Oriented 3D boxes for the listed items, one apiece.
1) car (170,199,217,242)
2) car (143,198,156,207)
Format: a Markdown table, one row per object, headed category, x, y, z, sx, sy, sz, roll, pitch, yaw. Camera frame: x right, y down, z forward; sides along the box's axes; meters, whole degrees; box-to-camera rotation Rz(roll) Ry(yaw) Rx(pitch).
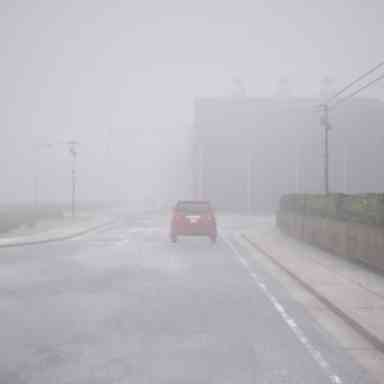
| category | x | y | z | sx | sy | sz | roll | pitch | yaw |
| --- | --- | --- | --- | --- | --- | --- | --- | --- | --- |
| car | 0.105 | 1.374 | 17.289 | 2.150 | 2.045 | 5.566 | 0 | -1 | 1 |
| car | -8.194 | 1.919 | 64.678 | 2.097 | 1.767 | 4.553 | 0 | 0 | -2 |
